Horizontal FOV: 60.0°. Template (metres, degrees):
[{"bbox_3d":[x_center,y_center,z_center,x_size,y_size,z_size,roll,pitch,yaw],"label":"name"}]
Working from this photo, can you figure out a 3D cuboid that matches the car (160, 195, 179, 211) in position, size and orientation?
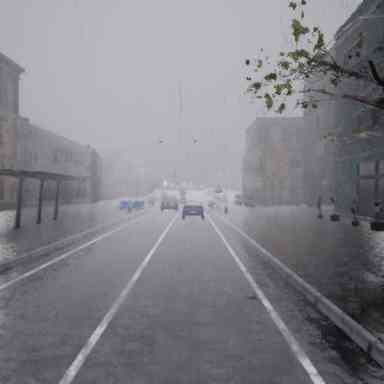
[{"bbox_3d":[-2.998,1.464,45.079,2.150,2.045,5.566,0,0,0],"label":"car"}]

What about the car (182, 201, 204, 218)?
[{"bbox_3d":[0.102,1.569,30.676,1.882,1.535,5.008,0,-1,0],"label":"car"}]
